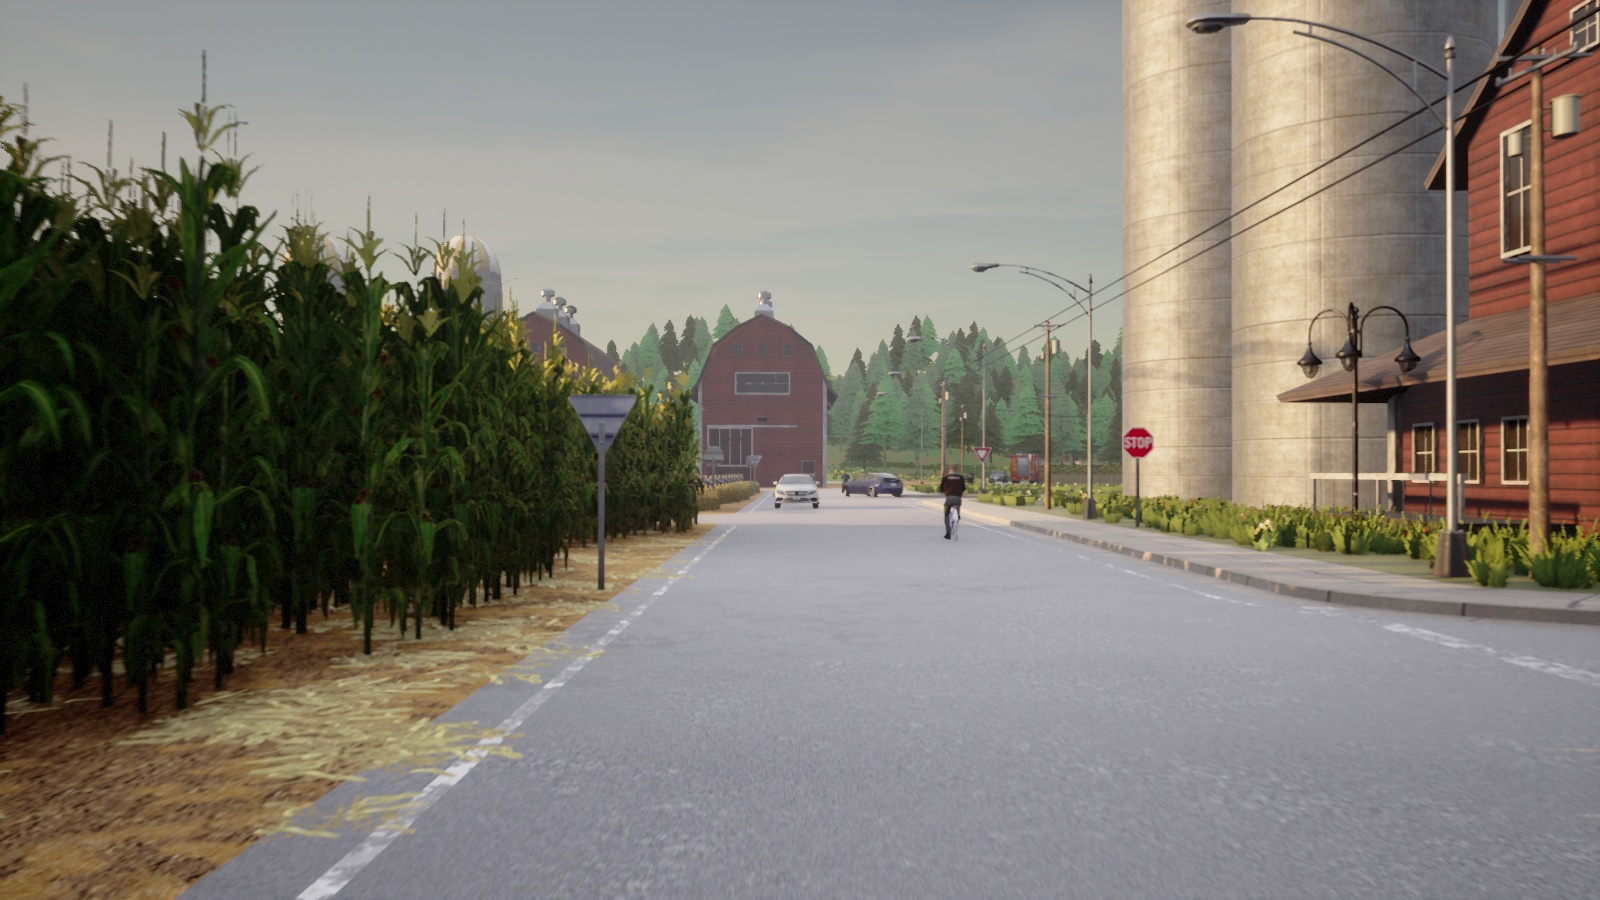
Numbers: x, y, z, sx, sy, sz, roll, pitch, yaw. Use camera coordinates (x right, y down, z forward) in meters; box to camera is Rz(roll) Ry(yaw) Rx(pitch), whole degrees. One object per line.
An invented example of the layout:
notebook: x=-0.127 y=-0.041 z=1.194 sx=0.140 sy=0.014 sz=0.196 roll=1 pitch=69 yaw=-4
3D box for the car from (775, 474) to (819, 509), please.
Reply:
car: x=-0.131 y=1.756 z=54.237 sx=1.812 sy=1.442 sz=4.674 roll=0 pitch=-1 yaw=0

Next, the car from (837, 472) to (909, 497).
car: x=4.404 y=2.085 z=76.363 sx=2.163 sy=1.488 sz=4.792 roll=0 pitch=-1 yaw=-28

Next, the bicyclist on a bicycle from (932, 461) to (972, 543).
bicyclist on a bicycle: x=3.430 y=1.151 z=28.453 sx=0.659 sy=1.776 sz=1.843 roll=0 pitch=-1 yaw=0
